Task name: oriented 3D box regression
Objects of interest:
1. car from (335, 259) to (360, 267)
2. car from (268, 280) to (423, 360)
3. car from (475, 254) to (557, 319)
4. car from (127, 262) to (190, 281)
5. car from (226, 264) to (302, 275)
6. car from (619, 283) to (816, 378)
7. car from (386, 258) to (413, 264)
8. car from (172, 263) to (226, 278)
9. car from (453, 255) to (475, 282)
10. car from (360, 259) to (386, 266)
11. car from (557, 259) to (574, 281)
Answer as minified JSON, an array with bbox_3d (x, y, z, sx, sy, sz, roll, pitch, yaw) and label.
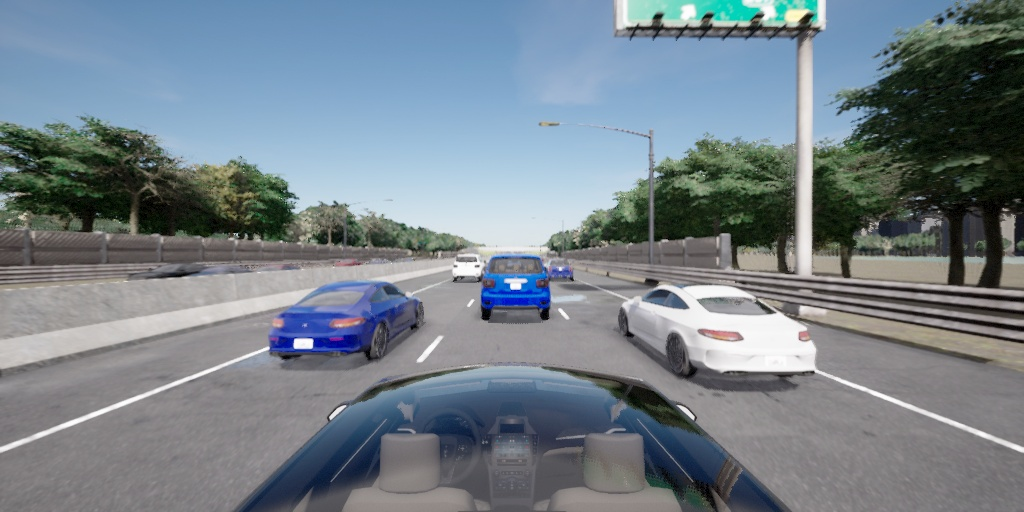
[{"bbox_3d":[-20.837,1.132,46.079,1.882,1.535,5.008,0,0,1],"label":"car"},{"bbox_3d":[-3.395,1.262,8.151,1.812,1.442,4.674,0,0,0],"label":"car"},{"bbox_3d":[0.115,0.948,12.872,2.150,2.045,5.566,0,0,0],"label":"car"},{"bbox_3d":[-21.044,1.181,22.554,1.882,1.535,5.008,0,0,0],"label":"car"},{"bbox_3d":[-14.051,1.233,21.282,1.812,1.442,4.674,0,0,0],"label":"car"},{"bbox_3d":[3.603,1.265,7.195,1.812,1.442,4.674,0,0,0],"label":"car"},{"bbox_3d":[-13.851,1.008,45.498,2.097,1.767,4.553,0,0,1],"label":"car"},{"bbox_3d":[-17.547,1.269,21.807,1.994,1.385,4.181,0,0,0],"label":"car"},{"bbox_3d":[-3.316,0.914,28.661,2.150,2.045,5.566,0,0,0],"label":"car"},{"bbox_3d":[-17.329,1.146,46.725,2.128,1.511,4.902,0,0,1],"label":"car"},{"bbox_3d":[3.689,1.044,29.345,2.097,1.767,4.553,0,0,0],"label":"car"}]
